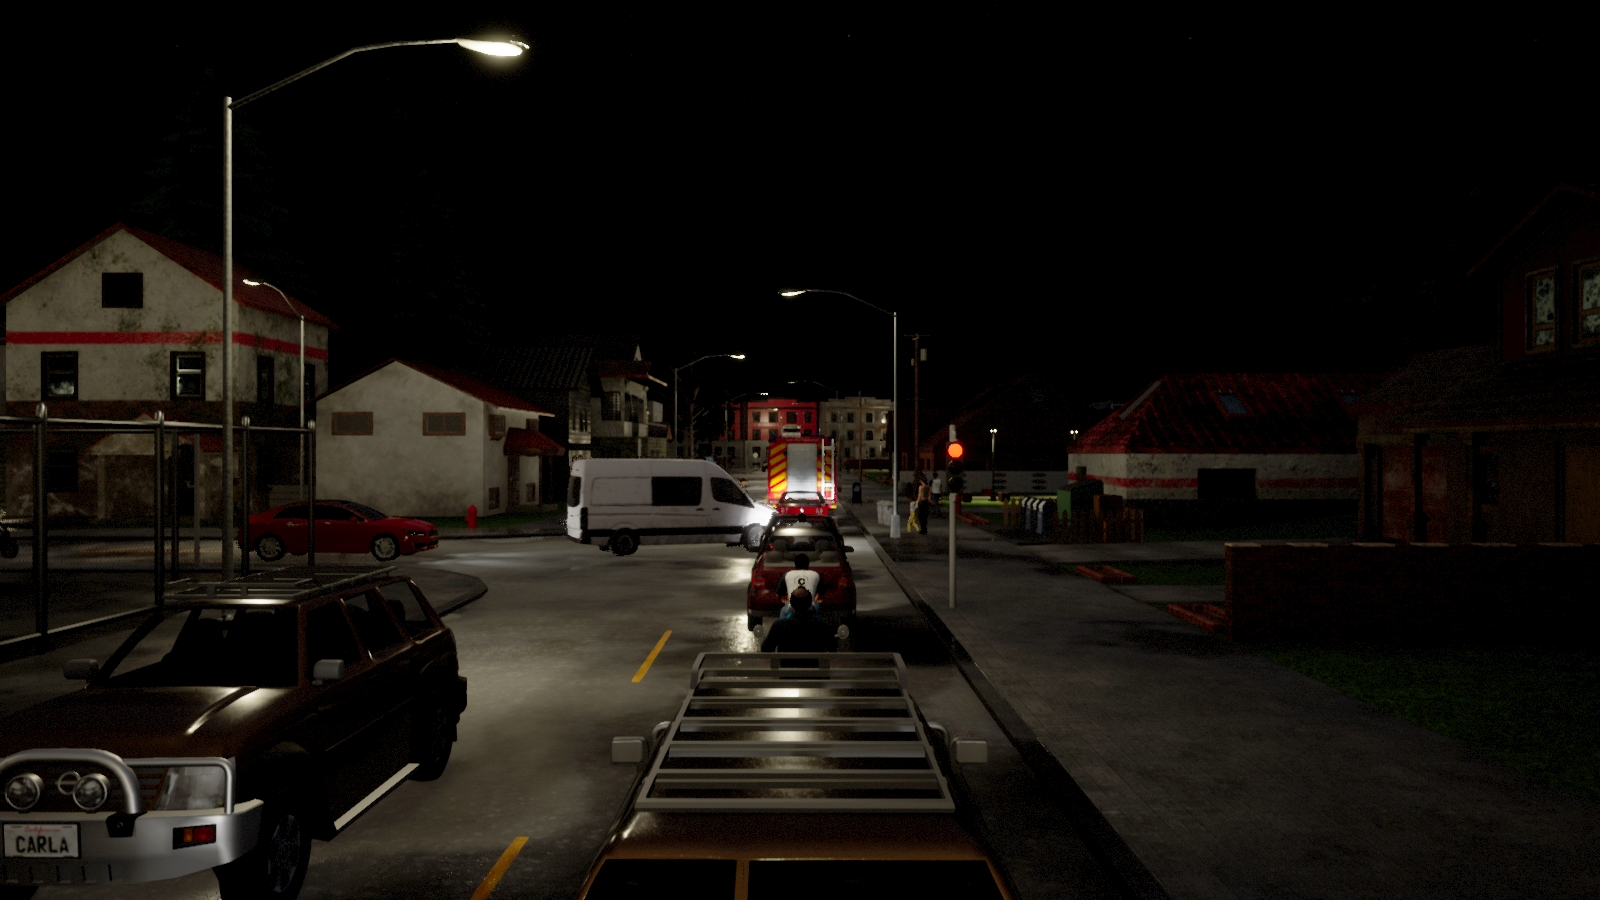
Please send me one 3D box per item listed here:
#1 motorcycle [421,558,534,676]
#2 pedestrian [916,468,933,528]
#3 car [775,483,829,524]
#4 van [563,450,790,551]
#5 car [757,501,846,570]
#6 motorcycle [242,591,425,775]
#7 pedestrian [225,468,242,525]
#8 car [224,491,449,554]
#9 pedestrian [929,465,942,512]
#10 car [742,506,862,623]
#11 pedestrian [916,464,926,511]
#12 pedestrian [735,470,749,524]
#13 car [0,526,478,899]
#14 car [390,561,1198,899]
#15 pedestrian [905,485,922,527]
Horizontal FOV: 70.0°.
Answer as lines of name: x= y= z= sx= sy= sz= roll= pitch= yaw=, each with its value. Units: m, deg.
motorcycle: x=-3.894 y=1.987 z=13.966 sx=0.803 sy=1.145 sz=2.033 roll=0 pitch=0 yaw=0
pedestrian: x=3.907 y=1.512 z=35.838 sx=0.375 sy=1.860 sz=0.375 roll=0 pitch=0 yaw=-29
car: x=0.073 y=1.919 z=41.926 sx=1.895 sy=1.301 sz=4.718 roll=0 pitch=0 yaw=0
van: x=-3.379 y=1.303 z=31.489 sx=5.915 sy=2.561 sz=1.988 roll=0 pitch=0 yaw=-23
car: x=0.042 y=1.918 z=26.664 sx=1.895 sy=1.301 sz=4.718 roll=0 pitch=0 yaw=0
motorcycle: x=-3.994 y=1.958 z=9.954 sx=0.856 sy=1.236 sz=1.805 roll=0 pitch=0 yaw=0
pedestrian: x=-18.593 y=1.510 z=37.530 sx=0.375 sy=1.860 sz=0.375 roll=0 pitch=0 yaw=0
car: x=-11.830 y=1.830 z=29.425 sx=4.892 sy=1.480 sz=2.231 roll=0 pitch=0 yaw=0
pedestrian: x=5.360 y=1.507 z=45.072 sx=0.375 sy=1.860 sz=0.375 roll=0 pitch=0 yaw=-20
car: x=0.027 y=1.798 z=18.824 sx=1.789 sy=1.549 sz=3.705 roll=0 pitch=0 yaw=0
pedestrian: x=4.866 y=1.506 z=45.889 sx=0.375 sy=1.860 sz=0.375 roll=0 pitch=0 yaw=2
pedestrian: x=-2.008 y=1.613 z=39.401 sx=0.375 sy=1.860 sz=0.375 roll=0 pitch=0 yaw=15
car: x=-3.983 y=1.640 z=8.349 sx=1.932 sy=1.855 sz=4.605 roll=0 pitch=0 yaw=0
car: x=-0.006 y=1.641 z=5.035 sx=1.932 sy=1.855 sz=4.605 roll=0 pitch=0 yaw=0
pedestrian: x=3.628 y=1.791 z=36.527 sx=0.375 sy=1.300 sz=0.375 roll=0 pitch=0 yaw=41
